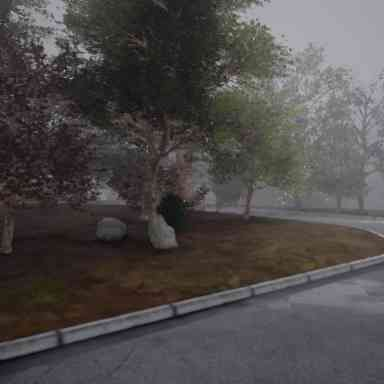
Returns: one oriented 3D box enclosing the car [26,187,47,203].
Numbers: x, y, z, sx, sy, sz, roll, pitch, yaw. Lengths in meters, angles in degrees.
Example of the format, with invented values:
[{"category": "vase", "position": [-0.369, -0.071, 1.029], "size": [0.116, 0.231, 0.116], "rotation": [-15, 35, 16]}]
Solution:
[{"category": "car", "position": [-17.668, 0.352, 38.713], "size": [5.566, 2.045, 2.150], "rotation": [1, -1, -32]}]
